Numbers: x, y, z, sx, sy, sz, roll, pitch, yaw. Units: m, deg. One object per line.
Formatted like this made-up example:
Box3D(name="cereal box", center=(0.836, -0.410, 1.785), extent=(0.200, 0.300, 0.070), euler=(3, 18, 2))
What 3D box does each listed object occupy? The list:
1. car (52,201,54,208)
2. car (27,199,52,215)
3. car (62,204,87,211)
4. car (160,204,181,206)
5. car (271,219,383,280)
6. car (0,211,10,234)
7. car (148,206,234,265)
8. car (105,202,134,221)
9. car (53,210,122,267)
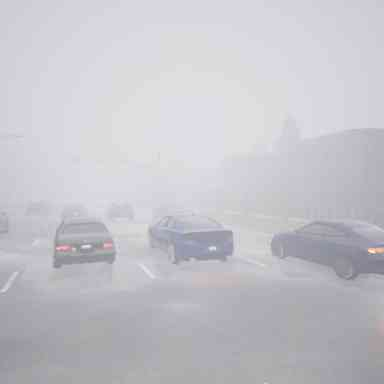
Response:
Box3D(name="car", center=(-21.213, 1.689, 48.094), extent=(2.128, 1.511, 4.902), euler=(0, 0, -20))
Box3D(name="car", center=(-16.968, 1.661, 36.762), extent=(1.837, 1.490, 4.892), euler=(0, 0, -20))
Box3D(name="car", center=(-9.582, 1.664, 27.135), extent=(1.994, 1.385, 4.181), euler=(0, 0, -20))
Box3D(name="car", center=(-1.720, 1.609, 26.074), extent=(2.033, 1.411, 5.357), euler=(0, 0, -20))
Box3D(name="car", center=(4.260, 1.526, 9.975), extent=(1.812, 1.442, 4.674), euler=(0, 0, -20))
Box3D(name="car", center=(-10.798, 1.437, 17.057), extent=(2.097, 1.767, 4.553), euler=(0, 0, -20))
Box3D(name="car", center=(-0.256, 1.504, 12.096), extent=(1.882, 1.535, 5.008), euler=(0, 0, -20))
Box3D(name="car", center=(-6.132, 1.577, 27.899), extent=(2.128, 1.511, 4.902), euler=(0, 0, -20))
Box3D(name="car", center=(-3.845, 1.590, 11.684), extent=(2.033, 1.411, 5.357), euler=(0, 0, -20))
